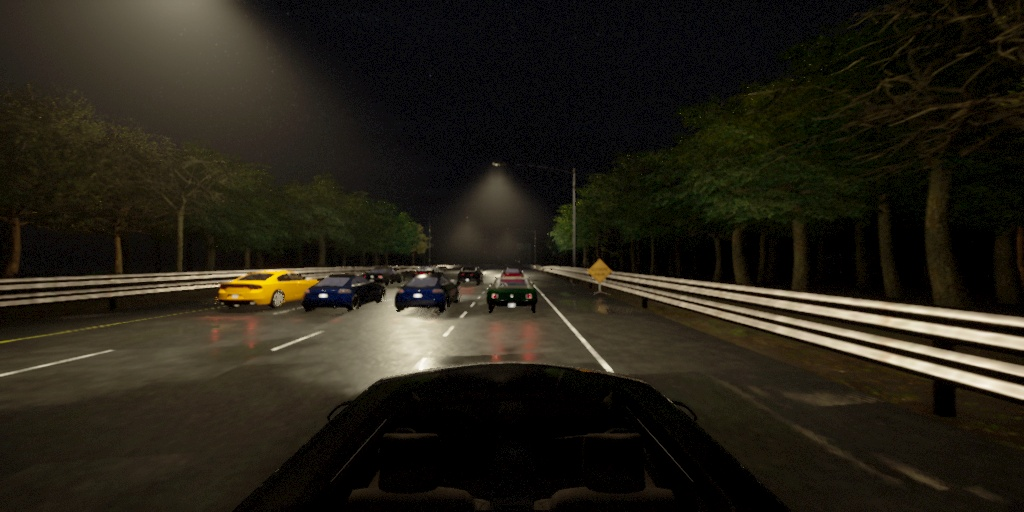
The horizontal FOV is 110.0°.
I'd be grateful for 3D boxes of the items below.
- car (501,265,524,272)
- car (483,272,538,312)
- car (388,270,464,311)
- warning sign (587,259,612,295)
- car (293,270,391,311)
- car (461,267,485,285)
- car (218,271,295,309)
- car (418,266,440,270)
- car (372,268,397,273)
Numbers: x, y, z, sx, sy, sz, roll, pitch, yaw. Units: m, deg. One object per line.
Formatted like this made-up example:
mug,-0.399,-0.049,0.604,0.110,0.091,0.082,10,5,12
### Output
car,0.046,1.692,30.441,1.994,1.385,4.181,0,-1,1
car,0.016,1.504,15.082,1.895,1.301,4.718,0,-1,0
car,-3.479,1.470,15.319,1.994,1.385,4.181,0,-1,1
warning sign,4.552,1.063,18.564,1.300,1.860,1.060,0,0,0
car,-6.979,1.470,15.298,1.994,1.385,4.181,0,-1,0
car,-3.455,1.633,30.330,1.837,1.490,4.892,0,0,1
car,-10.471,1.393,16.075,1.882,1.535,5.008,0,0,1
car,-6.955,1.619,30.339,2.128,1.511,4.902,0,-1,1
car,-10.469,1.657,29.370,2.033,1.411,5.357,0,-1,0
